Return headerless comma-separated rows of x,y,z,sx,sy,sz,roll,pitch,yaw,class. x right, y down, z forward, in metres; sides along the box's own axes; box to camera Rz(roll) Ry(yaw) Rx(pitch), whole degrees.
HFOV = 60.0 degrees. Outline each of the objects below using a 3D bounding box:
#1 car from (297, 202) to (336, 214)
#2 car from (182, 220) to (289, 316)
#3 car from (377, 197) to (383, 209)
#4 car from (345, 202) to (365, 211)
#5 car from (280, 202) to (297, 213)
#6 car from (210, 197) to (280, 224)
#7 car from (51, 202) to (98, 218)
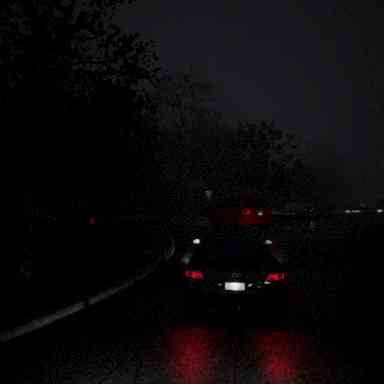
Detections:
15.843,1.968,41.363,4.892,1.490,1.837,1,0,-30,car
0.935,1.592,7.671,1.994,1.385,4.181,0,0,6,car
34.314,1.995,59.246,2.150,2.045,5.566,0,-1,31,car
26.497,2.266,53.838,2.033,1.411,5.357,0,-1,41,car
13.574,1.988,43.796,4.674,1.442,1.812,1,-1,-29,car
3.025,1.334,21.472,2.150,2.045,5.566,0,0,-19,car
-11.041,1.695,31.260,4.674,1.442,1.812,0,0,22,car
